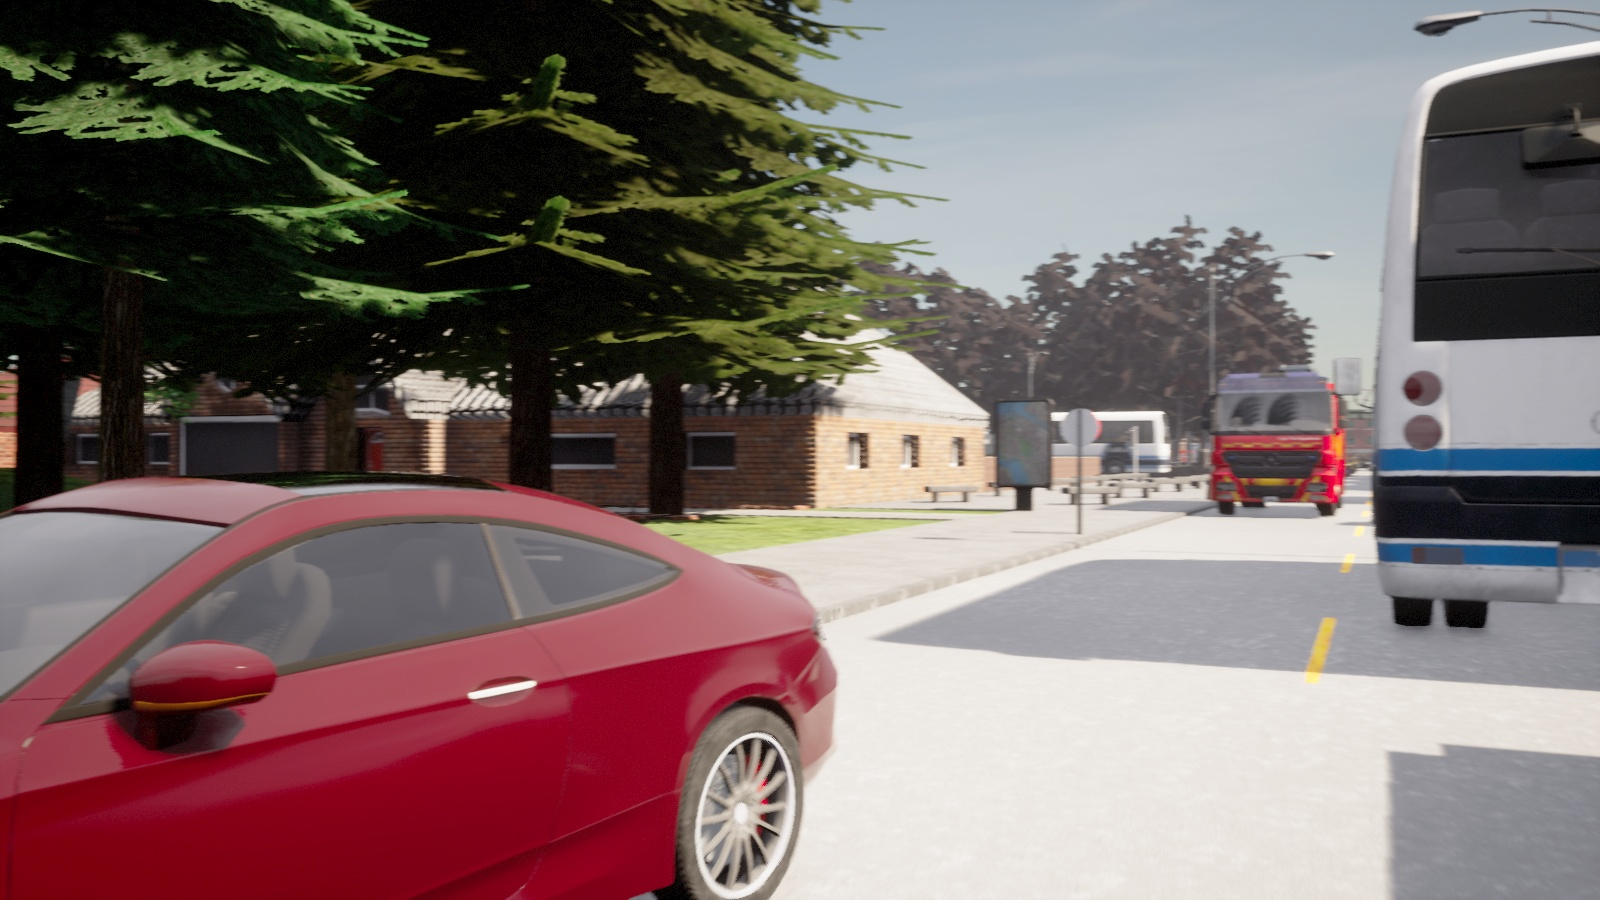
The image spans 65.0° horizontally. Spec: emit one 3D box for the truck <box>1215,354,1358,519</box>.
[{"bbox_3d":[13.156,-0.299,33.504,2.891,3.827,8.468,0,0,26],"label":"truck"}]

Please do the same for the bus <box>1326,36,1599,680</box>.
[{"bbox_3d":[7.721,-0.596,12.824,3.944,4.253,10.273,0,0,25],"label":"bus"}]

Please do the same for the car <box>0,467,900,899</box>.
[{"bbox_3d":[-1.713,0.796,3.387,1.812,1.442,4.674,0,0,35],"label":"car"}]

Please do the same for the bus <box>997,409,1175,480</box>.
[{"bbox_3d":[17.883,-0.295,78.628,10.273,4.253,3.944,0,0,24],"label":"bus"}]
